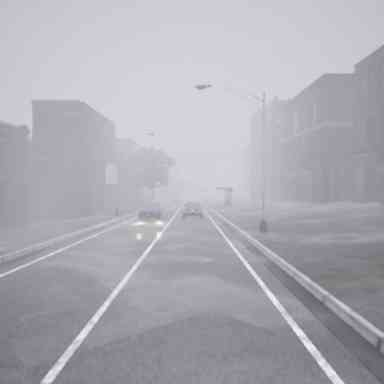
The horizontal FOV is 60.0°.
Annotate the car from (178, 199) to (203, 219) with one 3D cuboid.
[{"bbox_3d":[0.048,1.627,30.453,2.033,1.411,5.357,0,0,0],"label":"car"}]

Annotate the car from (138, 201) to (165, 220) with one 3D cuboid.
[{"bbox_3d":[-3.455,1.552,28.911,1.882,1.535,5.008,0,0,0],"label":"car"}]

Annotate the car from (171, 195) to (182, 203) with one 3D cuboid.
[{"bbox_3d":[-3.192,1.453,70.282,2.097,1.767,4.553,0,0,0],"label":"car"}]
